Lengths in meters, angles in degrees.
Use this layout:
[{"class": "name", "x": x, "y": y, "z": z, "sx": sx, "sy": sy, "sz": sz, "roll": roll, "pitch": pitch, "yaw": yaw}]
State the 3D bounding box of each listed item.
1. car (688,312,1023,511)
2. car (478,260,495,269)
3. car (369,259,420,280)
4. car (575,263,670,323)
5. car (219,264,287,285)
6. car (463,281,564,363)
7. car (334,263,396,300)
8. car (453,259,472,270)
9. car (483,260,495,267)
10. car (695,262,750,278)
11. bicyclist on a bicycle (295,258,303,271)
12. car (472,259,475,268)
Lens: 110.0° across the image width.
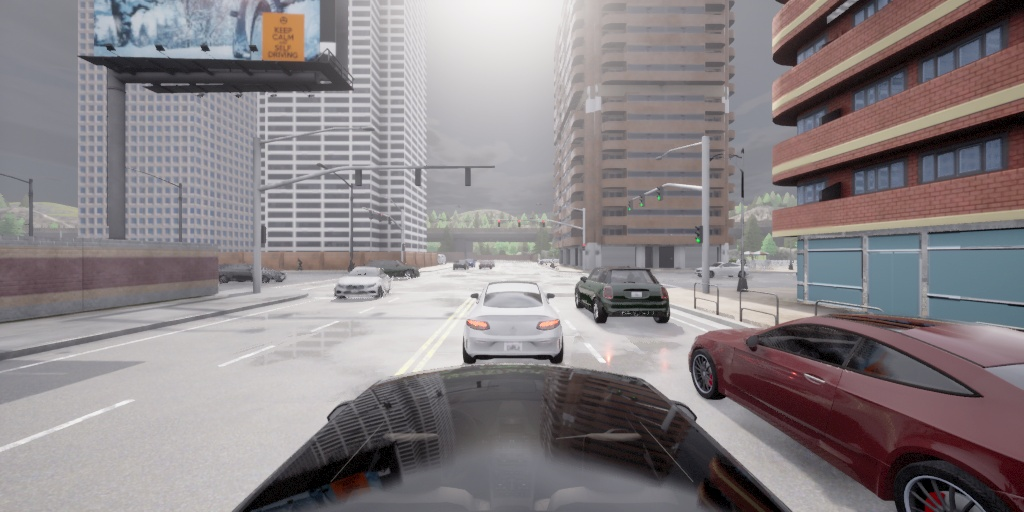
[{"class": "car", "x": 3.580, "y": 1.276, "z": 3.498, "sx": 1.812, "sy": 1.442, "sz": 4.674, "roll": 0, "pitch": 0, "yaw": 0}, {"class": "car", "x": -4.012, "y": 1.276, "z": 55.028, "sx": 1.812, "sy": 1.442, "sz": 4.674, "roll": 0, "pitch": 0, "yaw": -1}, {"class": "car", "x": -10.203, "y": 1.101, "z": 30.534, "sx": 4.553, "sy": 1.767, "sz": 2.097, "roll": 0, "pitch": 0, "yaw": -15}, {"class": "car", "x": 3.499, "y": 1.102, "z": 12.217, "sx": 2.097, "sy": 1.767, "sz": 4.553, "roll": 0, "pitch": 0, "yaw": 0}, {"class": "car", "x": -18.767, "y": 1.276, "z": 25.755, "sx": 4.674, "sy": 1.442, "sz": 1.812, "roll": 0, "pitch": 0, "yaw": 2}, {"class": "car", "x": 0.017, "y": 1.276, "z": 8.001, "sx": 1.812, "sy": 1.442, "sz": 4.674, "roll": 0, "pitch": 0, "yaw": 0}, {"class": "car", "x": -7.286, "y": 1.276, "z": 18.015, "sx": 1.812, "sy": 1.442, "sz": 4.674, "roll": 1, "pitch": 0, "yaw": -10}, {"class": "car", "x": -7.498, "y": 1.228, "z": 52.986, "sx": 1.882, "sy": 1.535, "sz": 5.008, "roll": 0, "pitch": 0, "yaw": 0}, {"class": "car", "x": -4.052, "y": 1.351, "z": 65.008, "sx": 1.895, "sy": 1.301, "sz": 4.718, "roll": 0, "pitch": 0, "yaw": 0}, {"class": "car", "x": 19.387, "y": 1.276, "z": 33.079, "sx": 4.674, "sy": 1.442, "sz": 1.812, "roll": 0, "pitch": 0, "yaw": 0}, {"class": "bicyclist on a bicycle", "x": -25.974, "y": 1.051, "z": 43.763, "sx": 0.582, "sy": 1.620, "sz": 1.656, "roll": 0, "pitch": 0, "yaw": 0}, {"class": "car", "x": -7.549, "y": 1.228, "z": 63.007, "sx": 1.882, "sy": 1.535, "sz": 5.008, "roll": 0, "pitch": 0, "yaw": 0}]
